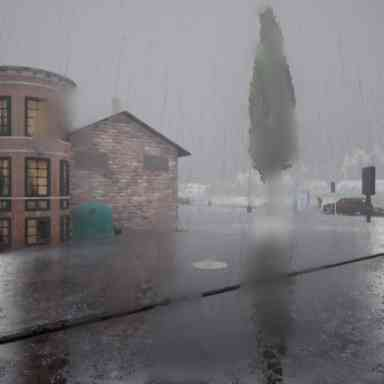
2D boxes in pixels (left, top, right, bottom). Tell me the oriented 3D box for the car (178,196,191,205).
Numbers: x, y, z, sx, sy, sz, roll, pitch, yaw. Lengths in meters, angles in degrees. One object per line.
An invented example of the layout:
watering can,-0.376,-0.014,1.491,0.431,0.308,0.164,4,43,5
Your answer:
car,-2.108,1.480,57.329,1.837,1.490,4.892,0,0,-35

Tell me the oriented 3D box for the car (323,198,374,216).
car,15.366,1.326,32.985,2.097,1.767,4.553,0,0,-35

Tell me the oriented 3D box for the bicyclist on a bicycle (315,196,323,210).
bicyclist on a bicycle,15.376,1.320,40.195,1.656,1.620,0.582,0,0,-36
